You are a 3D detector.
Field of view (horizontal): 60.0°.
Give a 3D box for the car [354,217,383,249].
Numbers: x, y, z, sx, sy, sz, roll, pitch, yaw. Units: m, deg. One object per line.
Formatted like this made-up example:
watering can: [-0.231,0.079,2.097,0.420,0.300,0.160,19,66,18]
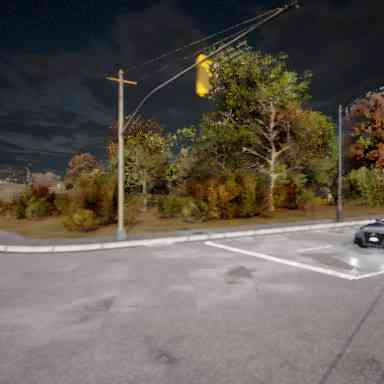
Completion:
car: [8.275,1.490,12.851,4.181,1.385,1.994,-1,1,-28]
